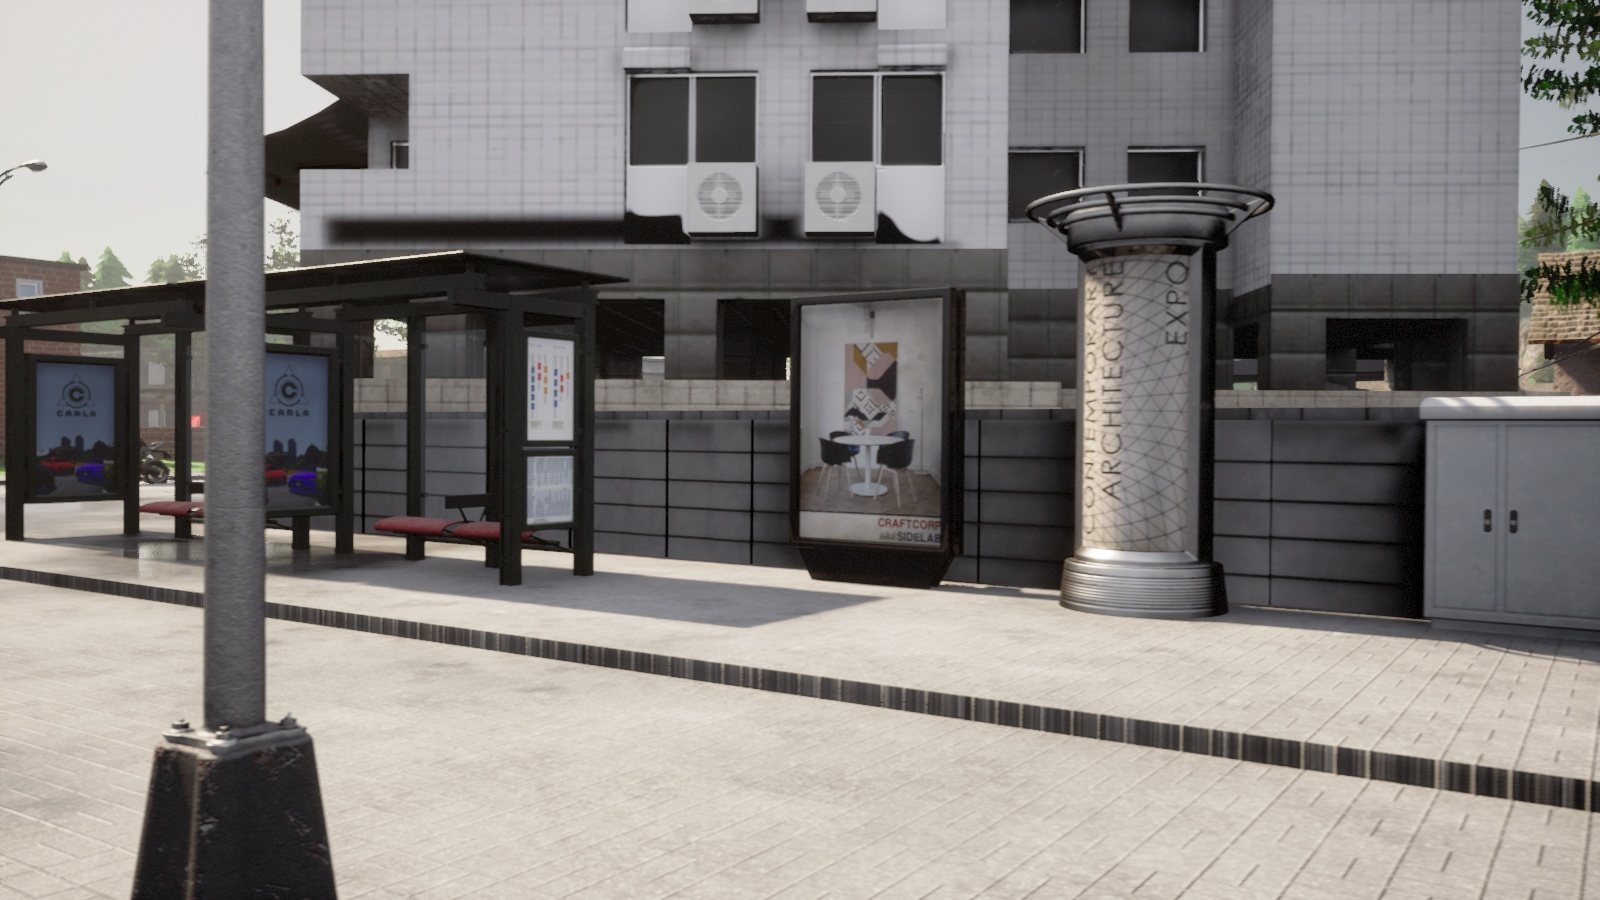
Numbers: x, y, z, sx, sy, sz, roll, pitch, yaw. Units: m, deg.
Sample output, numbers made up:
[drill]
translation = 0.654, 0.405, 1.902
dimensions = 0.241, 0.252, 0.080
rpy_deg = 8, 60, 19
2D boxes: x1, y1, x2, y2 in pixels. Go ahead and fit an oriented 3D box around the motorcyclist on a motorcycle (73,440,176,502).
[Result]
[motorcyclist on a motorcycle]
translation = -17.570, 0.513, 32.701
dimensions = 0.866, 1.530, 2.191
rpy_deg = 0, 1, 34
